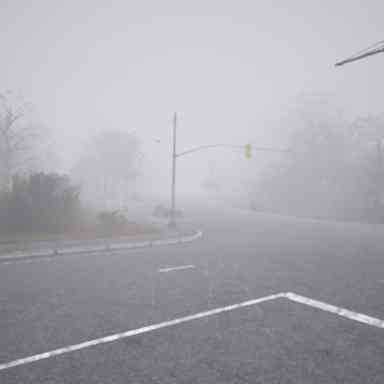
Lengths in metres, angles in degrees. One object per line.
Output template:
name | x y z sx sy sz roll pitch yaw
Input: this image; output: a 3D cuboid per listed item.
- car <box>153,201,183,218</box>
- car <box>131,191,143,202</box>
car | -2.398 1.713 32.834 1.882 1.535 5.008 2 0 -22
car | -9.610 0.661 57.953 2.097 1.767 4.553 2 2 -11
